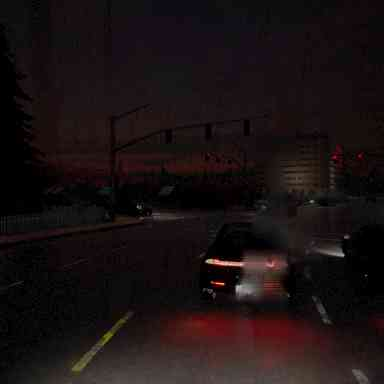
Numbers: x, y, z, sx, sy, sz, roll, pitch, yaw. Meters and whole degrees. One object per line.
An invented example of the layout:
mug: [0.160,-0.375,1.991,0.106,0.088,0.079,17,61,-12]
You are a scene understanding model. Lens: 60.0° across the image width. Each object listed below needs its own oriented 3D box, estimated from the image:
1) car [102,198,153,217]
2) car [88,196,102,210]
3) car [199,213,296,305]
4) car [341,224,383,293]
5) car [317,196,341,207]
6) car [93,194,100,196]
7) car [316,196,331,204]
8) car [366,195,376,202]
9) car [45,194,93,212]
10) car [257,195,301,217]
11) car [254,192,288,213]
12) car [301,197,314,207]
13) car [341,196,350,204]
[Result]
car: [-5.986,1.407,31.975,4.553,1.767,2.097,0,0,32]
car: [-9.084,1.547,38.037,4.902,1.511,2.128,0,0,32]
car: [1.428,1.492,8.181,2.128,1.511,4.902,0,0,12]
car: [5.180,1.547,8.554,2.033,1.411,5.357,0,0,16]
car: [20.565,1.547,50.137,2.033,1.411,5.357,0,0,32]
car: [-16.318,1.277,51.028,5.566,2.045,2.150,0,0,32]
car: [25.798,1.524,65.172,1.812,1.442,4.674,0,0,32]
car: [42.671,1.525,79.280,2.128,1.511,4.902,0,0,32]
car: [-14.117,1.277,37.047,5.566,2.045,2.150,0,0,32]
car: [7.778,1.397,29.310,2.097,1.767,4.553,0,0,32]
car: [8.802,1.249,37.706,2.150,2.045,5.566,0,1,30]
car: [18.141,1.505,52.867,1.837,1.490,4.892,0,0,32]
car: [28.780,1.497,63.341,2.128,1.511,4.902,0,0,32]
